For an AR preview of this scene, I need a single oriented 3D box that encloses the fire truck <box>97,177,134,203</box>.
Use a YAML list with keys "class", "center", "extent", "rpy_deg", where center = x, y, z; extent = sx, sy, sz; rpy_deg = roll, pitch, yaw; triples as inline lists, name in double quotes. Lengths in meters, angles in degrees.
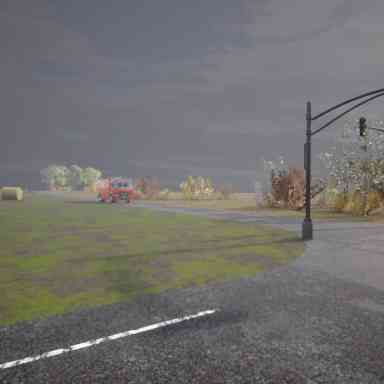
- class: "fire truck"
  center: [-11.717, -0.353, 50.083]
  extent: [2.891, 3.827, 8.468]
  rpy_deg: [1, 0, -32]
